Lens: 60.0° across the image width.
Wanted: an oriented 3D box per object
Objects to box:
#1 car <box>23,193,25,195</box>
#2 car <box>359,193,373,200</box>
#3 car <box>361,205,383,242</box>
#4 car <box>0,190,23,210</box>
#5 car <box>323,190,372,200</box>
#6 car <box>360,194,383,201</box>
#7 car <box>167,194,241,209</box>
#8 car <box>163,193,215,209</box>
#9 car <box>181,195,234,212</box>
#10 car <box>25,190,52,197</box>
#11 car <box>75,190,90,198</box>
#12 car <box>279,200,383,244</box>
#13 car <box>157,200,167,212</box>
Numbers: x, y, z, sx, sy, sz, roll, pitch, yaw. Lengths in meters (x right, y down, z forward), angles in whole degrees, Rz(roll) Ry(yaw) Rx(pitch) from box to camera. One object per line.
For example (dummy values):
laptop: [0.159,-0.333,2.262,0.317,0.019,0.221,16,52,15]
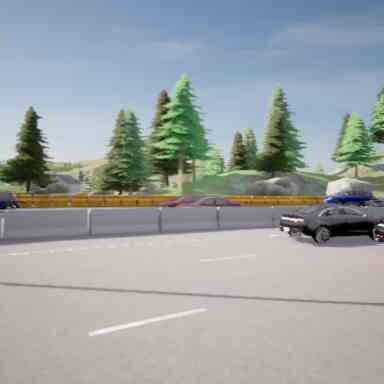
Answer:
car: [-23.899,0.543,41.496,2.128,1.511,4.902,1,1,18]
car: [20.245,1.123,34.653,4.181,1.385,1.994,0,1,-1]
car: [8.712,1.332,11.447,4.902,1.511,2.128,0,1,-18]
car: [-16.408,0.717,26.652,4.553,1.767,2.097,0,1,-33]
car: [17.942,0.733,38.075,5.566,2.045,2.150,0,1,-2]
car: [18.430,1.167,30.888,4.181,1.385,1.994,0,1,-3]
car: [1.085,1.110,23.723,5.008,1.535,1.882,0,1,-20]
car: [-0.341,0.923,34.528,5.008,1.535,1.882,0,1,-18]
car: [1.456,1.037,31.448,4.674,1.442,1.812,0,1,-17]
car: [-24.198,0.453,51.456,2.033,1.411,5.357,1,1,20]
car: [-18.147,0.388,57.517,1.882,1.535,5.008,1,1,23]
car: [6.132,1.294,14.306,4.902,1.511,2.128,0,1,-19]
car: [-0.344,1.044,26.902,5.008,1.535,1.882,0,1,-20]
